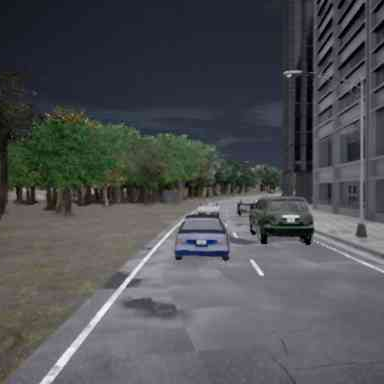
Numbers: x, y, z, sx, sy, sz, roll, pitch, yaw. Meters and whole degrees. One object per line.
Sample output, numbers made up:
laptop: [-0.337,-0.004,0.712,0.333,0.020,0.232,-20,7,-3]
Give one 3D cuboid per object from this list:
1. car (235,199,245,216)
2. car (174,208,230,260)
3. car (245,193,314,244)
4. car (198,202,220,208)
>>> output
car: [5.269,1.434,31.997,2.128,1.511,4.902,0,0,5]
car: [0.388,1.540,12.421,2.033,1.411,5.357,0,0,2]
car: [4.055,1.213,15.856,2.150,2.045,5.566,0,0,3]
car: [1.633,1.542,30.785,1.895,1.301,4.718,0,0,6]
